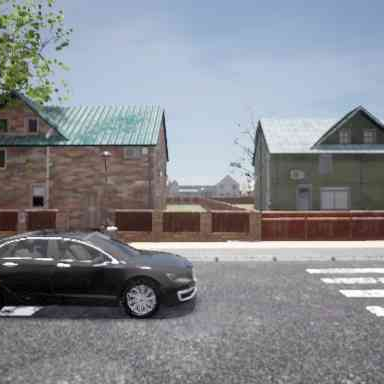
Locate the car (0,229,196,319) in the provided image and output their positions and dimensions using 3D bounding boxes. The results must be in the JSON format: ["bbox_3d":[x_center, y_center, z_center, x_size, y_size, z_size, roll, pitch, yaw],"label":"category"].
[{"bbox_3d":[-2.352,1.563,6.901,4.892,1.490,1.837,0,-1,1],"label":"car"}]
